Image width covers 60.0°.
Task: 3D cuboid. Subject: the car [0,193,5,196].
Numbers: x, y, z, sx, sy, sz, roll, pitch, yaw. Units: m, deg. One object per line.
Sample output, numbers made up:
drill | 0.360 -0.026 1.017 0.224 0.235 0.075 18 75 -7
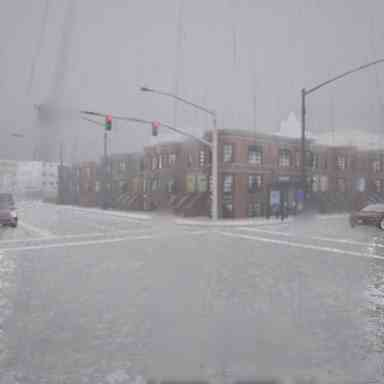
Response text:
car | -18.255 1.221 29.186 2.150 2.045 5.566 0 0 -36

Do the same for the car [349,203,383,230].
car | 11.982 1.444 21.139 5.008 1.535 1.882 0 0 -36

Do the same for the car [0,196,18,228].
car | -12.543 1.351 21.246 2.097 1.767 4.553 0 0 -35

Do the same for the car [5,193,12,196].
car | -27.110 1.217 47.863 2.150 2.045 5.566 0 0 -36
